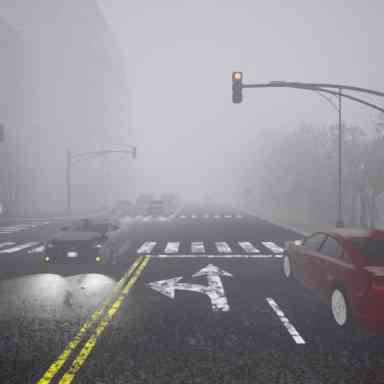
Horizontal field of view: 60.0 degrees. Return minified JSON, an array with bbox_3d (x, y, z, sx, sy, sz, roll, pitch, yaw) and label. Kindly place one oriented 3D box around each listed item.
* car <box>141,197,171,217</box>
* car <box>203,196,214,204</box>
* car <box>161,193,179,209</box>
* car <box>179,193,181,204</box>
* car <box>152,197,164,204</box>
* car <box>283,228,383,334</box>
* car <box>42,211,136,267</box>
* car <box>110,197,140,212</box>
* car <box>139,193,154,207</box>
[{"bbox_3d":[-3.356,1.514,31.864,1.837,1.490,4.892,0,0,0],"label":"car"},{"bbox_3d":[3.343,1.548,66.241,1.812,1.442,4.674,0,0,0],"label":"car"},{"bbox_3d":[-3.362,1.227,46.702,2.150,2.045,5.566,0,0,-1],"label":"car"},{"bbox_3d":[-3.285,1.247,67.027,2.150,2.045,5.566,0,0,1],"label":"car"},{"bbox_3d":[-6.542,1.622,64.588,1.895,1.301,4.718,0,0,0],"label":"car"},{"bbox_3d":[3.349,1.477,6.908,1.882,1.535,5.008,0,0,0],"label":"car"},{"bbox_3d":[-3.356,1.562,11.316,1.994,1.385,4.181,0,0,0],"label":"car"},{"bbox_3d":[-6.604,1.533,32.180,1.812,1.442,4.674,0,0,0],"label":"car"},{"bbox_3d":[-6.606,1.232,47.779,2.150,2.045,5.566,0,0,0],"label":"car"}]
